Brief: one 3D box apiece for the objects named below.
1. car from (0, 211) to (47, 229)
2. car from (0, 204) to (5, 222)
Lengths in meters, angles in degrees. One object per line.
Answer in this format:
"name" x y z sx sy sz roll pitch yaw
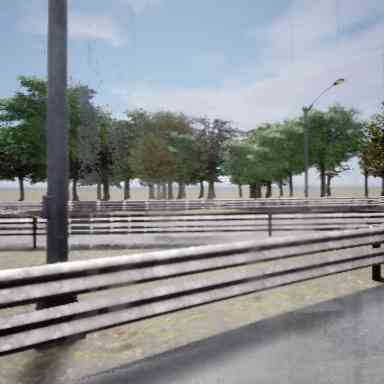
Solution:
"car" -10.148 1.784 19.612 4.718 1.301 1.895 -1 1 -2
"car" -17.606 1.714 26.256 4.674 1.442 1.812 -1 1 -2
